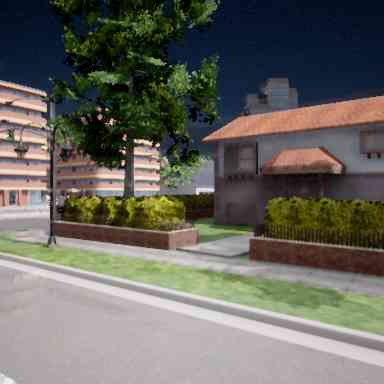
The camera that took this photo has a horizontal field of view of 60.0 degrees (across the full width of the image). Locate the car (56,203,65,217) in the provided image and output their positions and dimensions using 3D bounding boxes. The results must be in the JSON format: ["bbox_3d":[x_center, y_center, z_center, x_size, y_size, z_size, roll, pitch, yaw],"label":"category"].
[{"bbox_3d":[-8.938,1.411,27.745,1.882,1.535,5.008,0,0,36],"label":"car"}]
